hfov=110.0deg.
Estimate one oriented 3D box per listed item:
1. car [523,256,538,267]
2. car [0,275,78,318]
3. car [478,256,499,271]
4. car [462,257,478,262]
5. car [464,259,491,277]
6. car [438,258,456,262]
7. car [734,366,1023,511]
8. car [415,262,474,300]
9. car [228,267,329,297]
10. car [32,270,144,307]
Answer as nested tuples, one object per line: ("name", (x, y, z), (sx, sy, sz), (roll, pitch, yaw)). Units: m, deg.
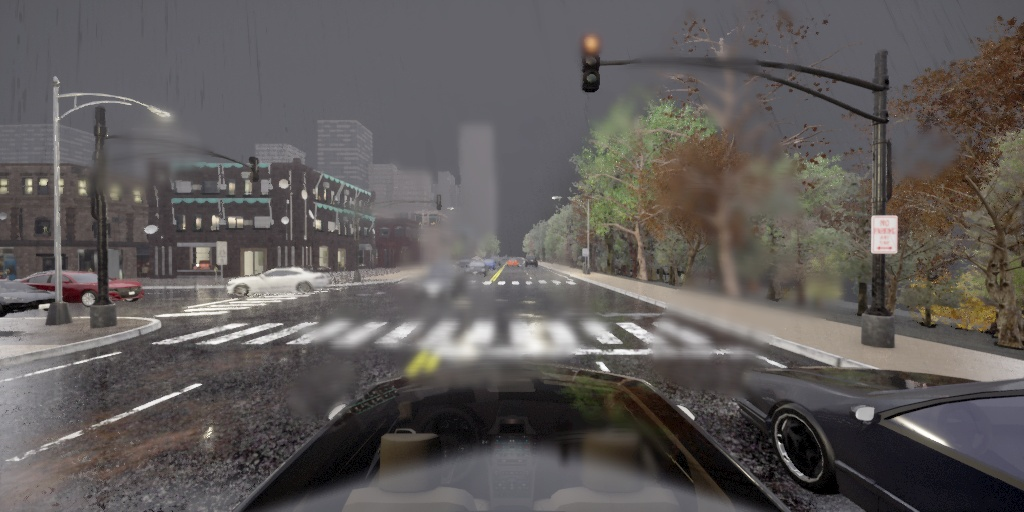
("car", (3.432, 0.947, 64.201), (2.150, 2.045, 5.566), (0, 0, 0))
("car", (-19.932, 1.564, 13.632), (4.313, 1.339, 1.948), (0, 0, 0))
("car", (-3.283, 1.210, 49.925), (1.882, 1.535, 5.008), (0, 0, 0))
("car", (-6.531, 1.278, 52.636), (2.033, 1.411, 5.357), (0, 0, 0))
("car", (-3.310, 1.265, 34.910), (1.812, 1.442, 4.674), (0, 0, 0))
("car", (-6.556, 1.091, 35.591), (2.097, 1.767, 4.553), (0, 0, 0))
("car", (3.350, 1.297, 1.454), (2.033, 1.411, 5.357), (0, 0, 0))
("car", (-3.329, 1.238, 17.621), (2.128, 1.511, 4.902), (0, 0, 0))
("car", (-12.644, 1.364, 19.625), (4.674, 1.442, 1.812), (-2, 2, -17))
("car", (-19.821, 1.448, 16.337), (5.008, 1.535, 1.882), (-1, 1, 0))
